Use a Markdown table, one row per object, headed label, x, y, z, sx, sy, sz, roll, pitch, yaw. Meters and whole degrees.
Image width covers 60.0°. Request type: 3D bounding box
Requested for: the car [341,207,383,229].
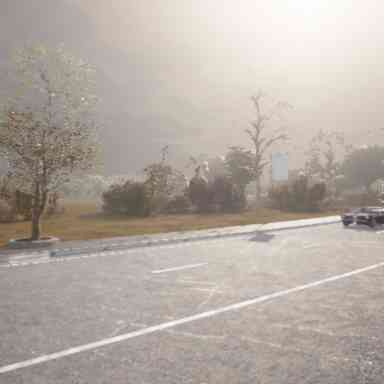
| label | x | y | z | sx | sy | sz | roll | pitch | yaw |
| --- | --- | --- | --- | --- | --- | --- | --- | --- | --- |
| car | 11.956 | 1.675 | 22.543 | 4.718 | 1.301 | 1.895 | 0 | 0 | -42 |
